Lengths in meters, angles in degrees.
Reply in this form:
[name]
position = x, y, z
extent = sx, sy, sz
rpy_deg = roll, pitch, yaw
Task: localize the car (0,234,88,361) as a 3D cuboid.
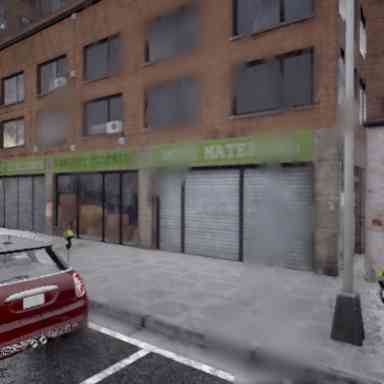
[car]
position = -3.595, 1.400, 5.373
extent = 4.097, 1.590, 1.967
rpy_deg = 0, 0, 35
